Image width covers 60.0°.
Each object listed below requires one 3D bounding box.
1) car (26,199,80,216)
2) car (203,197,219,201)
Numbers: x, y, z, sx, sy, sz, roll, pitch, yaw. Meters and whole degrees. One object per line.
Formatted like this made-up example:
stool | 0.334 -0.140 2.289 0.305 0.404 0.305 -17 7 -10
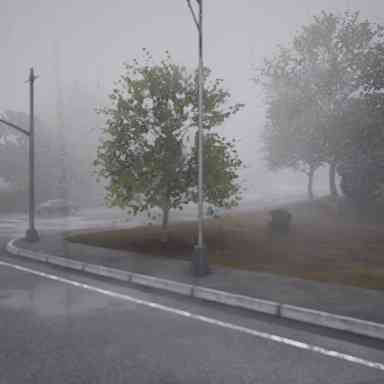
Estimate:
car | -13.167 1.485 31.707 1.837 1.490 4.892 0 1 39
car | 2.388 0.473 51.215 2.097 1.767 4.553 0 3 39
